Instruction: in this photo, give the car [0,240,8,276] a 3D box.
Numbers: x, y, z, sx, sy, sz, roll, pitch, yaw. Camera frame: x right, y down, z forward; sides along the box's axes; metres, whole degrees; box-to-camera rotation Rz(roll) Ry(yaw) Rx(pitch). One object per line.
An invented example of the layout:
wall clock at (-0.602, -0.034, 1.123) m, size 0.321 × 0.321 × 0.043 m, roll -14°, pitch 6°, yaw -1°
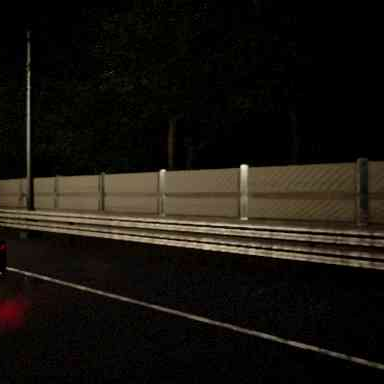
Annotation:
car at (-6.835, 1.509, 8.812) m, size 5.008 × 1.535 × 1.882 m, roll -1°, pitch 0°, yaw 36°
